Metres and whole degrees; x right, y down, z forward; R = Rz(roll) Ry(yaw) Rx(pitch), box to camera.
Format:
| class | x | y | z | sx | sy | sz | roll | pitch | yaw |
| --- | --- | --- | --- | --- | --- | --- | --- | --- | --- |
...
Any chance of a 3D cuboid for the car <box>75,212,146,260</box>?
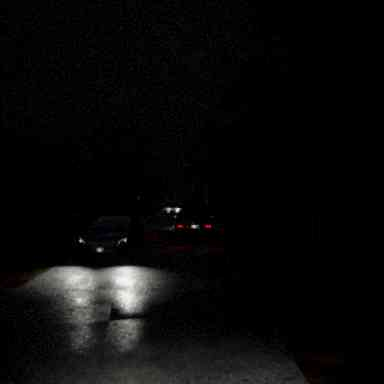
| class | x | y | z | sx | sy | sz | roll | pitch | yaw |
| --- | --- | --- | --- | --- | --- | --- | --- | --- | --- |
| car | -2.853 | 1.512 | 12.578 | 1.812 | 1.442 | 4.674 | 0 | 0 | 0 |

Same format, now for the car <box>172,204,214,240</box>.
| class | x | y | z | sx | sy | sz | roll | pitch | yaw |
| --- | --- | --- | --- | --- | --- | --- | --- | --- | --- |
| car | 0.080 | 1.533 | 16.698 | 2.033 | 1.411 | 5.357 | 0 | 0 | 0 |

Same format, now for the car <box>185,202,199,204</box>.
| class | x | y | z | sx | sy | sz | roll | pitch | yaw |
| --- | --- | --- | --- | --- | --- | --- | --- | --- | --- |
| car | 0.011 | 1.671 | 35.283 | 1.895 | 1.301 | 4.718 | 0 | 0 | 0 |

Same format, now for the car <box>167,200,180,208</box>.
| class | x | y | z | sx | sy | sz | roll | pitch | yaw |
| --- | --- | --- | --- | --- | --- | --- | --- | --- | --- |
| car | -3.030 | 1.936 | 54.124 | 1.895 | 1.301 | 4.718 | 0 | -1 | 0 |
